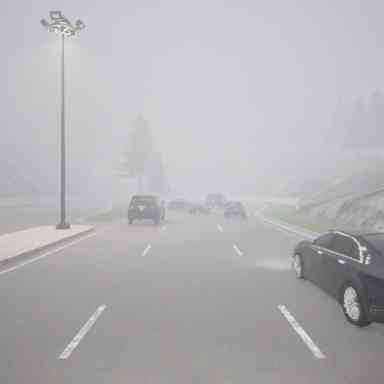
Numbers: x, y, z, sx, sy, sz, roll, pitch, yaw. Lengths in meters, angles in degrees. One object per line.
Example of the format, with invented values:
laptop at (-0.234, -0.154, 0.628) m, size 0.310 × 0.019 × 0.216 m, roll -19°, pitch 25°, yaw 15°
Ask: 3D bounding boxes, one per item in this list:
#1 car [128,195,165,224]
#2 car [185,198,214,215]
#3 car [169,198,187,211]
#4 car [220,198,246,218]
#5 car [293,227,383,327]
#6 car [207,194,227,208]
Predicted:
car at (-3.341, 1.224, 24.995) m, size 2.150 × 2.045 × 5.566 m, roll 0°, pitch 0°, yaw 1°
car at (0.889, 1.601, 34.179) m, size 1.895 × 1.301 × 4.718 m, roll 0°, pitch 0°, yaw 8°
car at (-1.321, 1.477, 40.261) m, size 1.882 × 1.535 × 5.008 m, roll 0°, pitch 0°, yaw 14°
car at (3.885, 1.547, 30.705) m, size 2.033 × 1.411 × 5.357 m, roll 0°, pitch 0°, yaw 3°
car at (3.600, 1.505, 7.008) m, size 1.837 × 1.490 × 4.892 m, roll 0°, pitch 0°, yaw 0°
car at (3.345, 1.221, 44.252) m, size 2.150 × 2.045 × 5.566 m, roll 0°, pitch 0°, yaw 16°
